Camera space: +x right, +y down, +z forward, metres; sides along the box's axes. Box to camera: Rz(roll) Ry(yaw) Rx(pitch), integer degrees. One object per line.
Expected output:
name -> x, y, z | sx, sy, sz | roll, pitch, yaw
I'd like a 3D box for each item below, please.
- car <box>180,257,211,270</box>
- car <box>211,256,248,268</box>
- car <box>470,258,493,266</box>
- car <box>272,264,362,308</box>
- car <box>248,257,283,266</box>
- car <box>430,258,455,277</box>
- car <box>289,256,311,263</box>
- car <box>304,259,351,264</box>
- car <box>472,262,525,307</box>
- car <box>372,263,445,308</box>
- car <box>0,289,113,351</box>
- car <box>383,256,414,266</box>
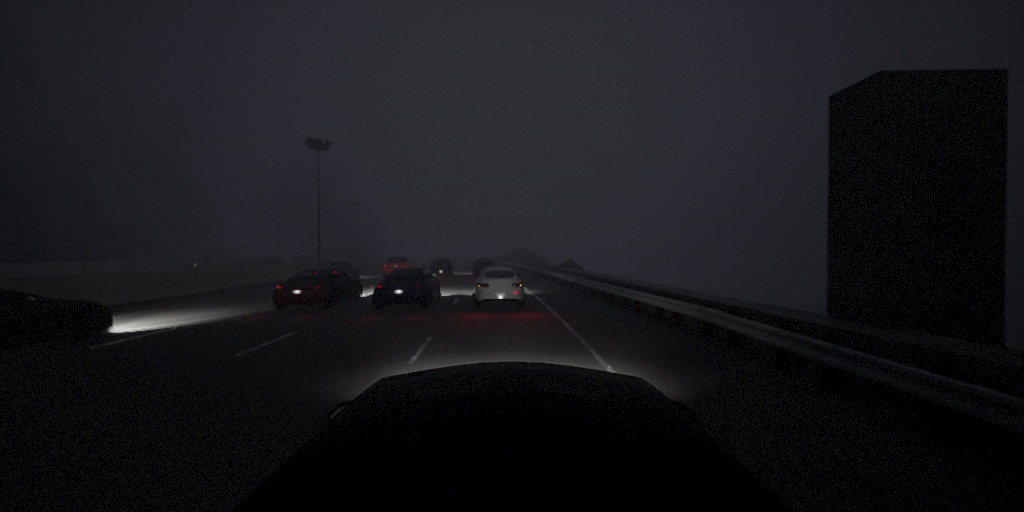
car -> -37.430, 0.837, 42.955 | 1.837, 1.490, 4.892 | 0, 1, -15
car -> -34.148, 0.805, 44.181 | 2.128, 1.511, 4.902 | 0, 1, -15
car -> -2.451, 0.929, 30.660 | 1.837, 1.490, 4.892 | 0, 1, -9
car -> -7.554, 1.181, 14.340 | 1.994, 1.385, 4.181 | 0, 1, -4
car -> -30.862, 0.841, 45.584 | 2.033, 1.411, 5.357 | 0, 1, -15
car -> -5.984, 0.935, 30.610 | 1.837, 1.490, 4.892 | 0, 1, -9
car -> -27.712, 0.778, 47.181 | 1.837, 1.490, 4.892 | 0, 0, -15
car -> -12.196, 1.048, 25.101 | 2.033, 1.411, 5.357 | 0, 1, -8
car -> -0.563, 1.131, 14.523 | 1.812, 1.442, 4.674 | 0, 1, -4
car -> -4.046, 1.176, 14.337 | 1.994, 1.385, 4.181 | 0, 1, -4
car -> -10.623, 1.269, 6.893 | 1.994, 1.385, 4.181 | 0, 1, -2
car -> -9.472, 0.791, 30.216 | 2.097, 1.767, 4.553 | 0, 1, -9
